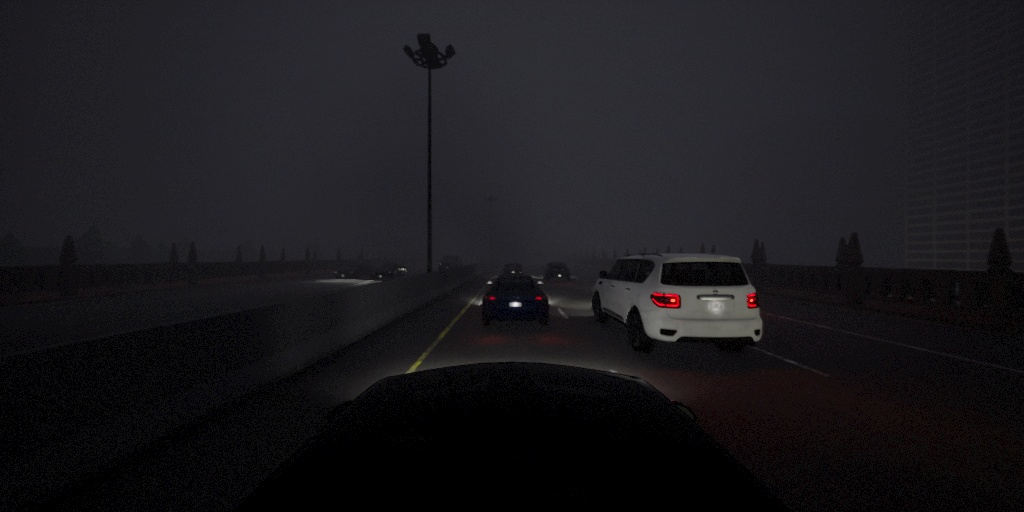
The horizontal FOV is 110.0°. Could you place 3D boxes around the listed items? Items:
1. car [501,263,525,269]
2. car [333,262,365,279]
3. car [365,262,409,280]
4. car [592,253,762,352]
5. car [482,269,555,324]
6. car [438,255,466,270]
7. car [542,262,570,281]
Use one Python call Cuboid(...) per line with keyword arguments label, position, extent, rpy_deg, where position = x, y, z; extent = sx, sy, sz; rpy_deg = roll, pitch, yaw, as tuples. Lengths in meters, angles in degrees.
Cuboid(label="car", position=(0.091, 1.262, 29.566), extent=(2.033, 1.411, 5.357), rpy_deg=(0, 0, 0))
Cuboid(label="car", position=(-14.106, 1.258, 32.584), extent=(2.033, 1.411, 5.357), rpy_deg=(0, 0, 0))
Cuboid(label="car", position=(-10.606, 1.259, 31.552), extent=(2.033, 1.411, 5.357), rpy_deg=(0, 0, 0))
Cuboid(label="car", position=(3.598, 0.962, 9.011), extent=(2.150, 2.045, 5.566), rpy_deg=(0, 0, 0))
Cuboid(label="car", position=(0.096, 1.301, 11.862), extent=(1.994, 1.385, 4.181), rpy_deg=(0, 0, 0))
Cuboid(label="car", position=(-7.102, 0.920, 41.914), extent=(2.150, 2.045, 5.566), rpy_deg=(0, 0, 0))
Cuboid(label="car", position=(3.591, 1.219, 29.447), extent=(1.837, 1.490, 4.892), rpy_deg=(0, 0, 0))
